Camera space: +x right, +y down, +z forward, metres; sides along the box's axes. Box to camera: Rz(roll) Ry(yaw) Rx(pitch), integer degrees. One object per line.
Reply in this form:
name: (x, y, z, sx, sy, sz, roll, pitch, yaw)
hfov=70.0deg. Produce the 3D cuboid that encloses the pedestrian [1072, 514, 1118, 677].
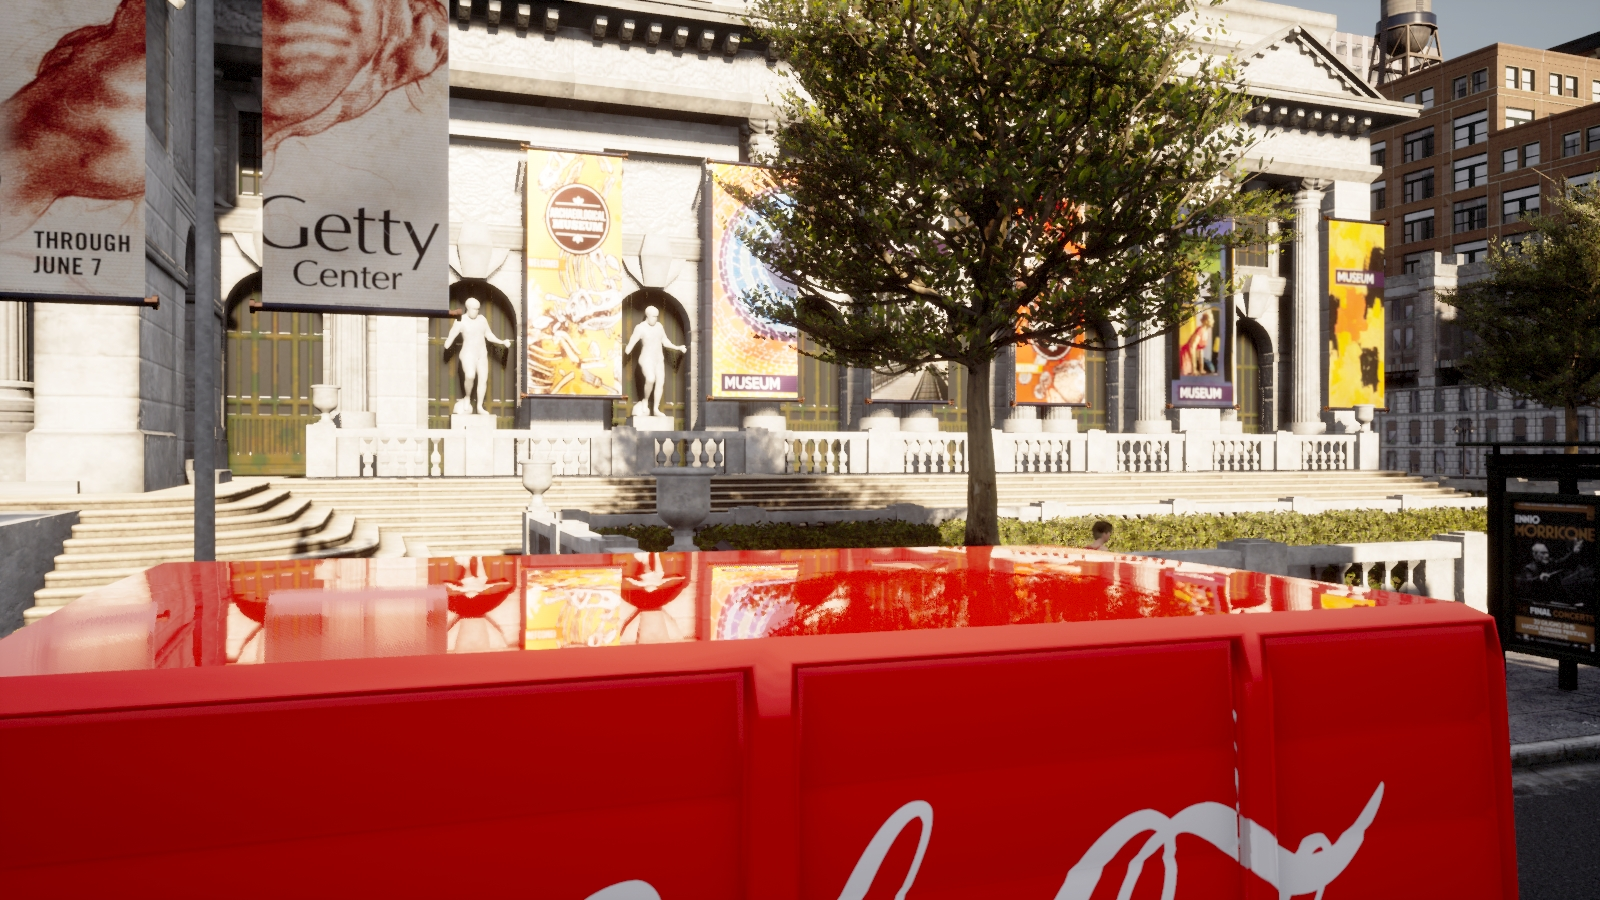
pedestrian: (3.482, 1.699, 13.500, 0.375, 1.860, 0.375, 0, 0, -20)

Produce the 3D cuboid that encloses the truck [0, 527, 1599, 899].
truck: (-1.019, 1.570, 2.926, 5.204, 2.467, 2.627, 0, 0, -20)
